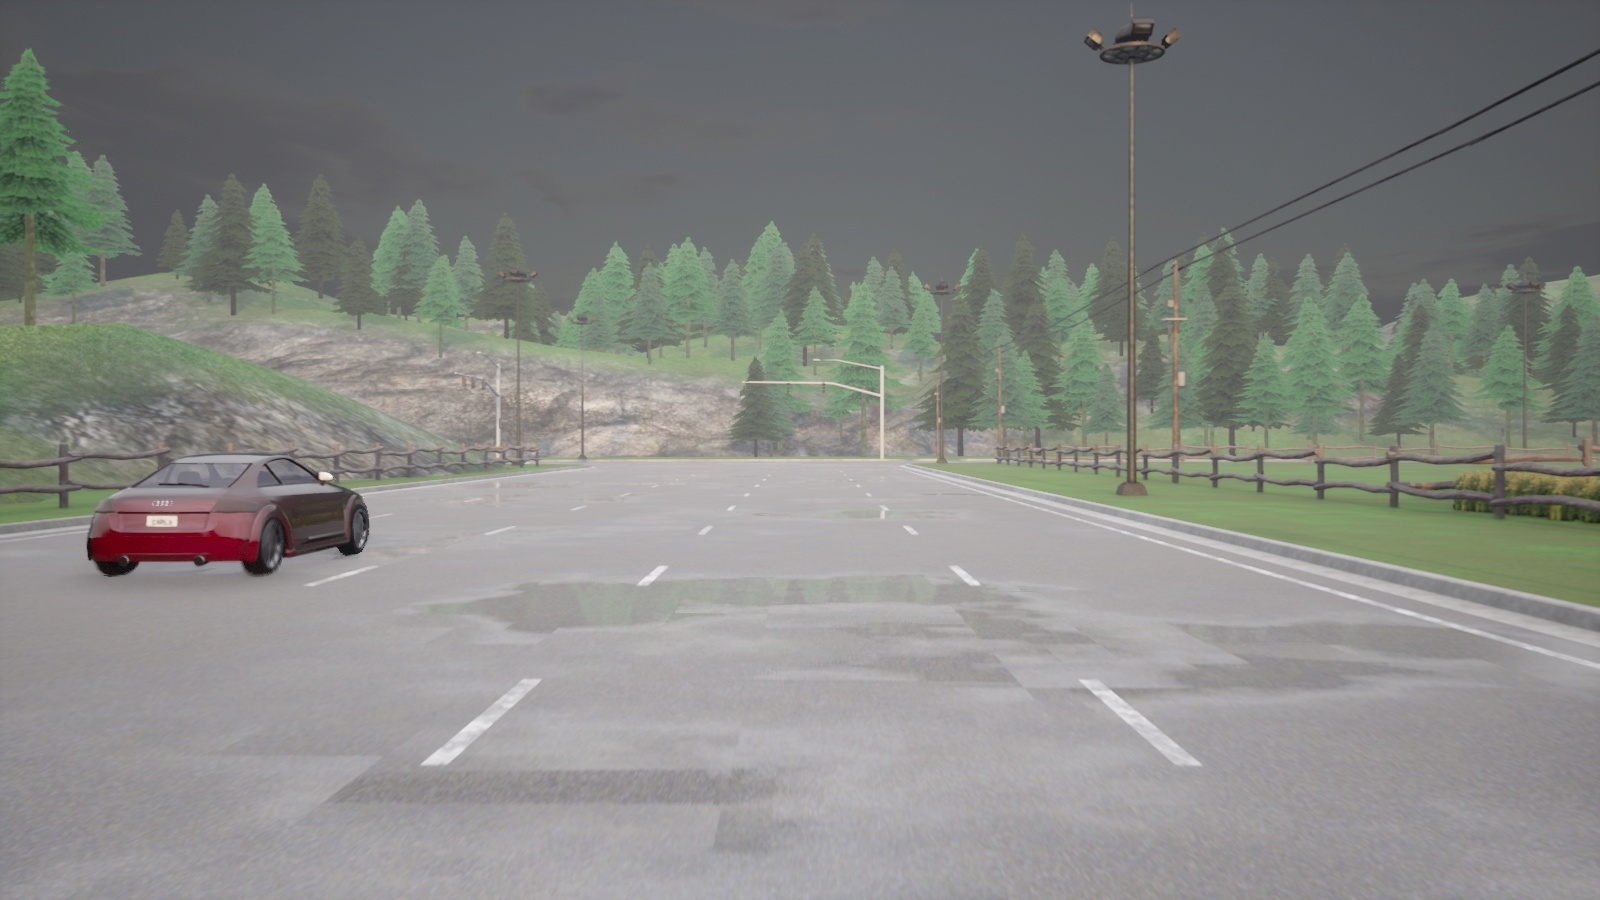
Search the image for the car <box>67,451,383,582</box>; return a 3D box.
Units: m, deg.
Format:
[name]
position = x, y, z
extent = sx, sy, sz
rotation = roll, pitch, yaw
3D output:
[car]
position = -6.897, 0.717, 15.625
extent = 1.994, 1.385, 4.181
rotation = 0, 0, 0
